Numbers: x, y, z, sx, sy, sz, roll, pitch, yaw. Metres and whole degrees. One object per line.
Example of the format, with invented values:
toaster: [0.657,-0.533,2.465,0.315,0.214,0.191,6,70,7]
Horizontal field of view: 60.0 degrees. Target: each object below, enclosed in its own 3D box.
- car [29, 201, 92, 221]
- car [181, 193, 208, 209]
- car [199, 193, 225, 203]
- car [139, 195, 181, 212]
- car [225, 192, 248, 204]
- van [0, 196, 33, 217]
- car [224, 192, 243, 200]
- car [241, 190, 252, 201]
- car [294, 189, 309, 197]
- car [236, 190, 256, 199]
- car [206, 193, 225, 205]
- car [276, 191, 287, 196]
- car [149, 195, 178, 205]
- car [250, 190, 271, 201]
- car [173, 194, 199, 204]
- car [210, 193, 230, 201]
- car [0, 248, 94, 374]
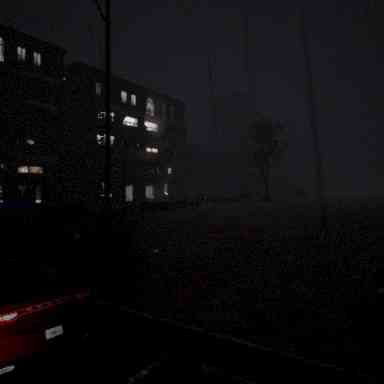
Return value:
car: [-9.916,1.510,25.986,1.947,1.339,4.313,1,2,35]
car: [-0.419,1.233,39.729,2.008,1.369,4.403,1,2,35]
car: [3.357,0.941,55.253,2.128,1.511,4.902,0,1,35]
car: [-3.585,1.314,35.147,1.887,1.381,4.507,1,2,35]
car: [5.913,1.060,48.892,2.008,1.369,4.403,1,1,35]
van: [-16.809,1.282,30.746,1.690,1.788,3.998,1,2,35]
car: [8.421,0.776,67.261,1.752,1.417,4.829,1,2,35]
car: [9.829,0.833,59.310,2.128,1.511,4.902,0,1,35]
car: [25.628,0.197,77.962,2.150,2.045,5.566,0,1,35]
car: [11.686,0.478,71.978,2.192,1.841,5.009,1,2,35]
car: [2.376,0.895,48.497,2.097,1.767,4.553,0,1,35]
car: [24.348,0.367,90.309,1.887,1.381,4.507,1,2,35]
car: [-4.146,1.158,49.076,1.947,1.339,4.313,1,2,35]
car: [12.343,0.859,58.195,1.752,1.417,4.829,1,1,35]
car: [-0.980,1.057,53.657,2.008,1.369,4.403,1,2,35]
car: [5.352,0.900,62.821,1.947,1.339,4.313,1,2,35]
car: [-3.496,1.590,5.354,4.507,1.381,1.887,-1,0,35]
